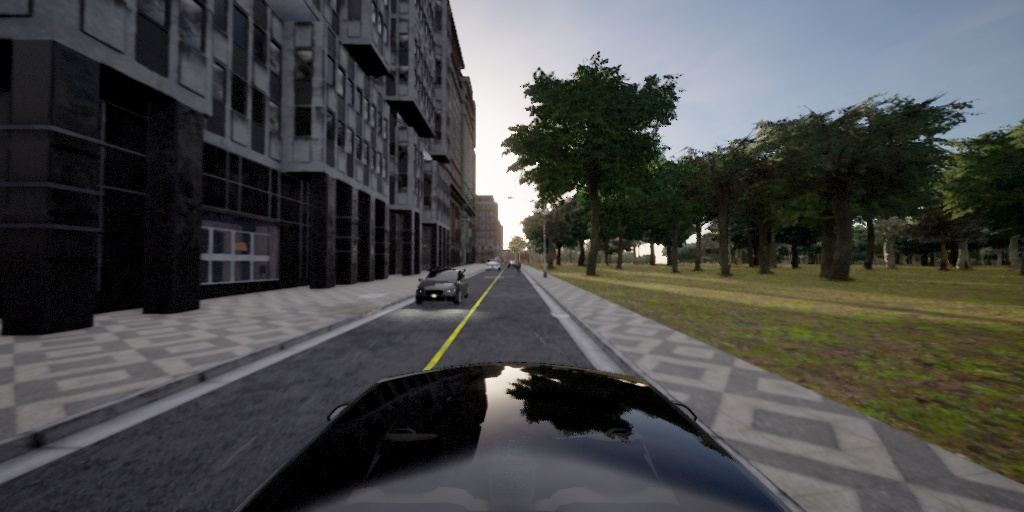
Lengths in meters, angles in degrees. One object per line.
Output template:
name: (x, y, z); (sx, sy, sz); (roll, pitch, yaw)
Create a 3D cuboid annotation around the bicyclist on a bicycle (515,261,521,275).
bicyclist on a bicycle: (0.822, 1.477, 41.338); (0.582, 1.620, 1.656); (0, -1, 0)

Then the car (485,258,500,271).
car: (-3.053, 1.379, 58.144); (2.150, 2.045, 5.566); (0, 0, 1)

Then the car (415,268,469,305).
car: (-3.100, 1.350, 16.695); (1.837, 1.490, 4.892); (0, 0, 0)
